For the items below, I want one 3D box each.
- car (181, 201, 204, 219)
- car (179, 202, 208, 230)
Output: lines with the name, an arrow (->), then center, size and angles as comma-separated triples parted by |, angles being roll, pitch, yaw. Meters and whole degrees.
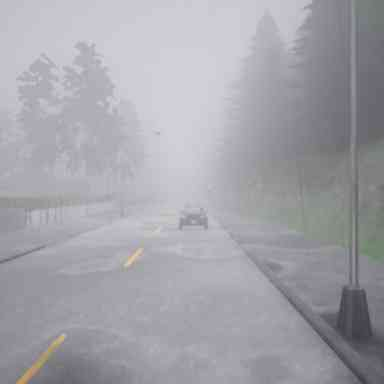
car -> 0.057, 1.657, 31.611 | 2.033, 1.411, 5.357 | 0, 0, 0
car -> 0.094, 1.602, 21.760 | 1.812, 1.442, 4.674 | 0, 0, 0
